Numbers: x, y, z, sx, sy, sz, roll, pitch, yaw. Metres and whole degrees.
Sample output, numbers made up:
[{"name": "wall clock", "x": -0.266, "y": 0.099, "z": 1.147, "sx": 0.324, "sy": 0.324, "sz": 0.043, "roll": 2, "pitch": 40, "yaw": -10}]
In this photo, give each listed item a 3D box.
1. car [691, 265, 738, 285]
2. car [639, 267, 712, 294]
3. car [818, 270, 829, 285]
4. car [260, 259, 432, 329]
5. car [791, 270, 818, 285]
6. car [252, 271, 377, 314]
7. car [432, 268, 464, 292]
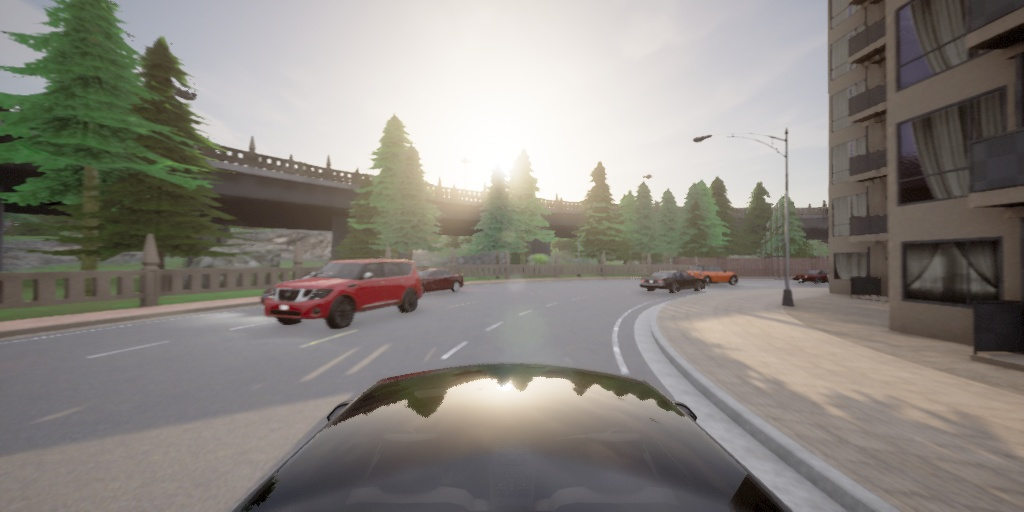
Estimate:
[{"name": "car", "x": 16.789, "y": 1.556, "z": 30.287, "sx": 4.553, "sy": 1.767, "sz": 2.097, "roll": 1, "pitch": -1, "yaw": -21}, {"name": "car", "x": 10.555, "y": 1.633, "z": 23.449, "sx": 5.357, "sy": 1.411, "sz": 2.033, "roll": 1, "pitch": -1, "yaw": -36}, {"name": "car", "x": 27.906, "y": 1.721, "z": 28.611, "sx": 4.902, "sy": 1.511, "sz": 2.128, "roll": 0, "pitch": -1, "yaw": -4}, {"name": "car", "x": -5.258, "y": 1.093, "z": 12.262, "sx": 2.150, "sy": 2.045, "sz": 5.566, "roll": 0, "pitch": -1, "yaw": 18}, {"name": "car", "x": 27.981, "y": 1.878, "z": 32.128, "sx": 4.718, "sy": 1.301, "sz": 1.895, "roll": 0, "pitch": -1, "yaw": -3}, {"name": "car", "x": -8.196, "y": 1.424, "z": 15.493, "sx": 1.812, "sy": 1.442, "sz": 4.674, "roll": 0, "pitch": -1, "yaw": 21}, {"name": "car", "x": -4.965, "y": 1.471, "z": 21.541, "sx": 1.882, "sy": 1.535, "sz": 5.008, "roll": 0, "pitch": -1, "yaw": 32}]
